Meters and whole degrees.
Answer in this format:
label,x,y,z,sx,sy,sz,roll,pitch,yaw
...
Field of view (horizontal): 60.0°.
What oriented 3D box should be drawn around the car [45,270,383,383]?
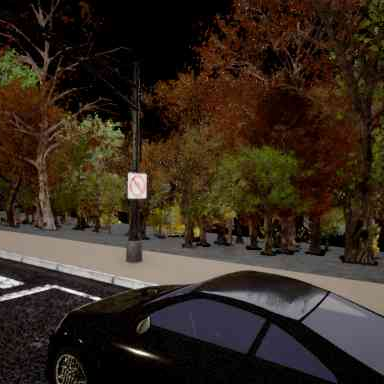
label,x,y,z,sx,sy,sz,roll,pitch,yaw
car,0.368,1.564,3.425,4.181,1.385,1.994,0,0,36
